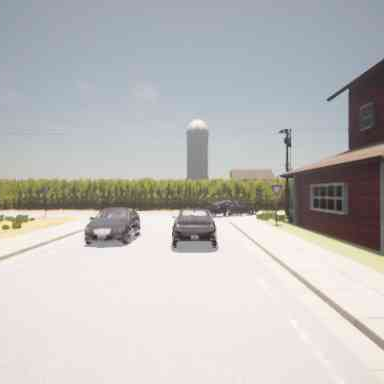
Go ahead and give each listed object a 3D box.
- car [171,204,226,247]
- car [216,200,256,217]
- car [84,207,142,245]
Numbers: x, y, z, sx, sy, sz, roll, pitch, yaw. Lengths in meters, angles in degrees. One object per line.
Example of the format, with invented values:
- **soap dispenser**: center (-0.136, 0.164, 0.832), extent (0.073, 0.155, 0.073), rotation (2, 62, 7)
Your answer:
- **car**: center (0.105, 1.490, 14.881), extent (2.128, 1.511, 4.902), rotation (0, 0, 0)
- **car**: center (3.972, 1.521, 31.112), extent (4.892, 1.490, 1.837), rotation (1, -4, -30)
- **car**: center (-3.572, 1.491, 15.652), extent (2.128, 1.511, 4.902), rotation (0, 0, 0)
